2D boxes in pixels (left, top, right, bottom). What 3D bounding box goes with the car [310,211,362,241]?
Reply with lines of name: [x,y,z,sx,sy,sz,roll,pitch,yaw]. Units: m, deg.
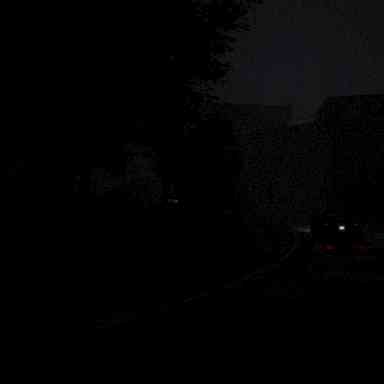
car: [7.573,1.697,17.781,1.994,1.385,4.181,0,-1,12]

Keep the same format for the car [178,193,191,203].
car: [0.274,0.787,43.851,4.181,1.385,1.994,3,1,36]

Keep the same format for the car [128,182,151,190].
car: [-11.830,-1.339,74.542,4.674,1.452,2.002,-1,6,-26]

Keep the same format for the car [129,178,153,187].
car: [-12.822,-2.409,83.551,5.566,2.045,2.435,-1,6,-26]

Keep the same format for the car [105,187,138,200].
car: [-10.327,0.374,47.133,4.674,1.442,1.812,2,1,38]

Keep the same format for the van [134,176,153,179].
van: [-12.371,-2.127,80.608,4.442,1.987,1.878,-1,5,-26]

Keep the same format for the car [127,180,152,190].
car: [-11.516,-1.118,71.524,4.892,1.521,2.231,-1,5,-26]
